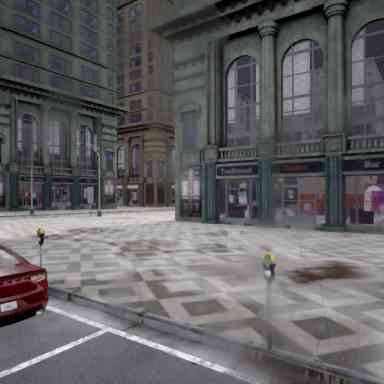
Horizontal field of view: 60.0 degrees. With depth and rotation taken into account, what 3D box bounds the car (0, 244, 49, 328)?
[{"bbox_3d":[-4.501,1.545,6.182,4.507,1.381,1.887,0,0,35],"label":"car"}]
